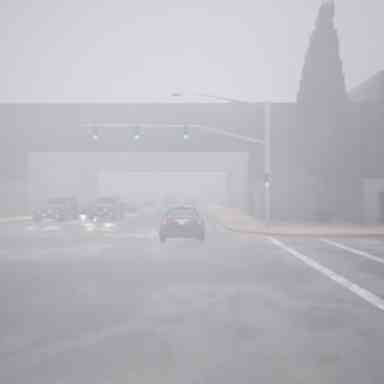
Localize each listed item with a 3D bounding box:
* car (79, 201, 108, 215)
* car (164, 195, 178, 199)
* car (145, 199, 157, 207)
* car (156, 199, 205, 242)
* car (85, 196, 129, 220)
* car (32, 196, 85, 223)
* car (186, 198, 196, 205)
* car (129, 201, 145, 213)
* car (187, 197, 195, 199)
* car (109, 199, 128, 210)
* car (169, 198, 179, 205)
[{"bbox_3d":[-11.046,1.792,37.510,1.994,1.385,4.181,0,0,1],"label":"car"},{"bbox_3d":[-3.743,1.570,58.288,2.150,2.045,5.566,0,0,1],"label":"car"},{"bbox_3d":[-7.278,1.910,57.483,1.994,1.385,4.181,0,0,1],"label":"car"},{"bbox_3d":[-0.473,1.455,17.145,2.097,1.767,4.553,0,0,-1],"label":"car"},{"bbox_3d":[-7.619,1.405,30.246,2.150,2.045,5.566,0,0,1],"label":"car"},{"bbox_3d":[-11.152,1.393,27.818,2.150,2.045,5.566,0,0,1],"label":"car"},{"bbox_3d":[-0.145,1.967,67.834,1.994,1.385,4.181,0,0,1],"label":"car"},{"bbox_3d":[-7.506,1.792,40.582,2.033,1.411,5.357,0,0,1],"label":"car"},{"bbox_3d":[-0.232,1.705,59.304,2.097,1.767,4.553,0,0,1],"label":"car"},{"bbox_3d":[-10.904,1.827,49.558,1.812,1.442,4.674,0,0,1],"label":"car"},{"bbox_3d":[-3.644,1.929,67.942,1.812,1.442,4.674,0,0,1],"label":"car"}]
